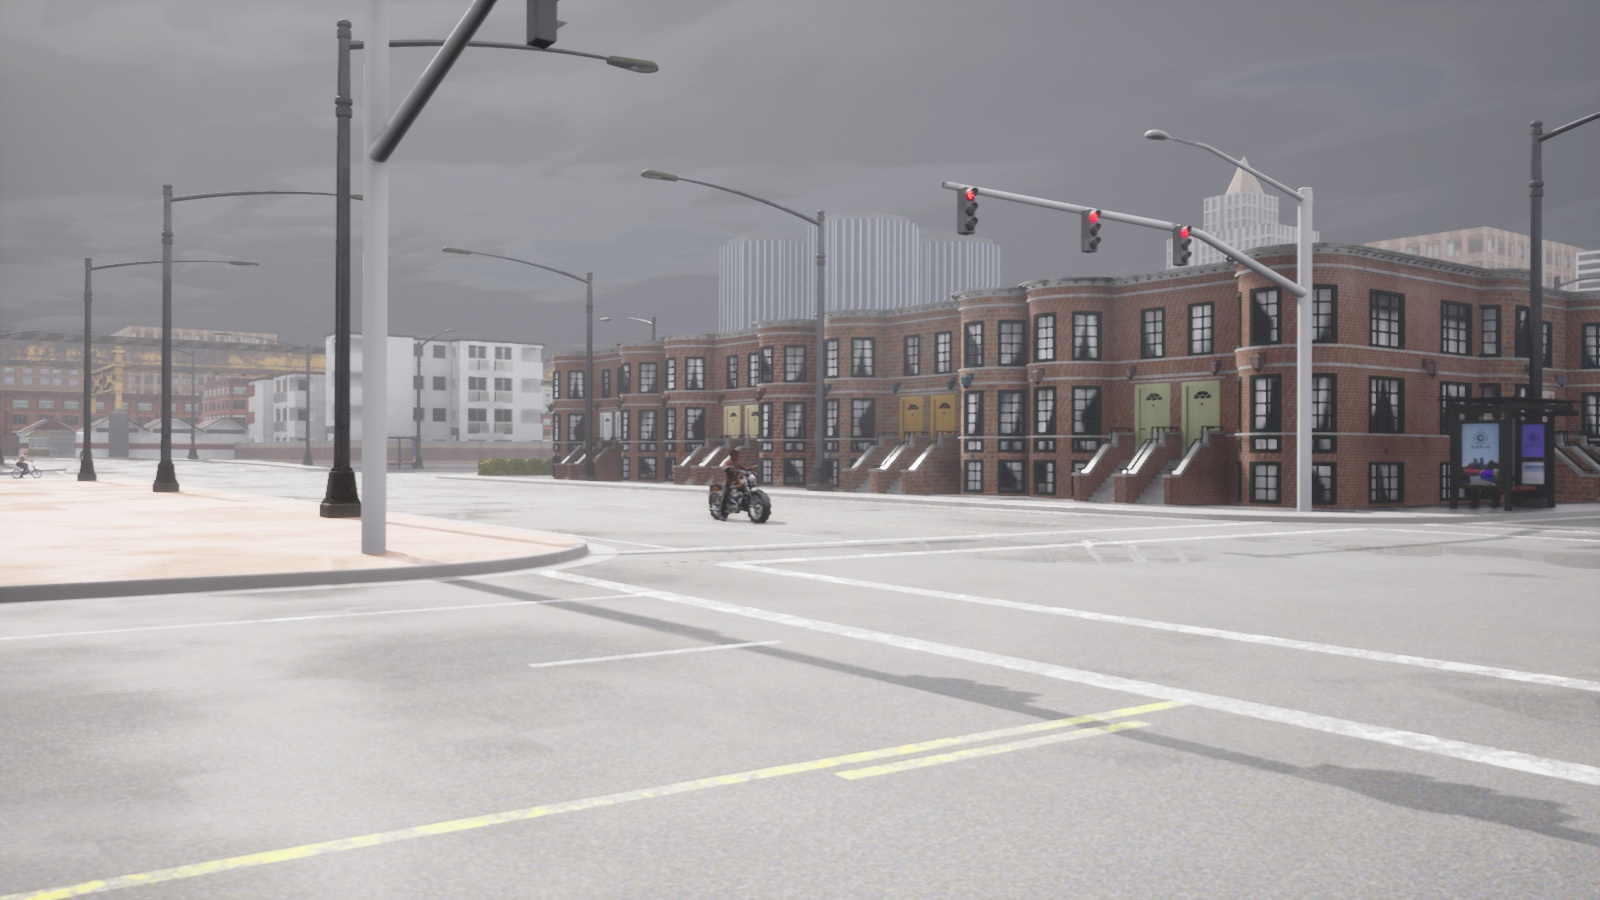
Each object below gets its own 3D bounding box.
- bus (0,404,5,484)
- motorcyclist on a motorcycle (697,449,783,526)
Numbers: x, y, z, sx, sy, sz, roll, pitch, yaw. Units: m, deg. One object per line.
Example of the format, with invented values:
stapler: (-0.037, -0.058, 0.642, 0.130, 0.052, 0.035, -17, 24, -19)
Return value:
bus: (-47.257, -0.252, 64.767, 10.273, 4.253, 3.944, -1, 0, -36)
motorcyclist on a motorcycle: (-1.366, 0.800, 27.895, 0.766, 1.649, 2.350, 0, 0, -35)
